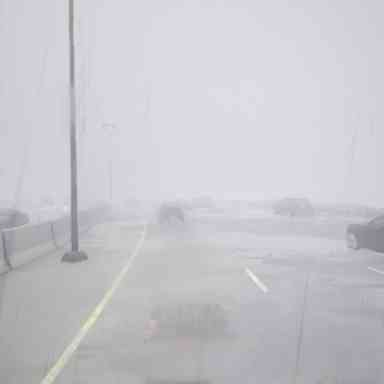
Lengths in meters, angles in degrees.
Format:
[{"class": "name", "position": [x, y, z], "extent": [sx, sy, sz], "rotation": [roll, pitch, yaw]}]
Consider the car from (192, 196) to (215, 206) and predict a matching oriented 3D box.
[{"class": "car", "position": [1.873, 1.487, 55.916], "extent": [2.128, 1.511, 4.902], "rotation": [-1, 0, -19]}]

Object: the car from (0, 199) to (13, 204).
[{"class": "car", "position": [-34.745, 2.042, 62.407], "extent": [1.994, 1.385, 4.181], "rotation": [-1, 0, -24]}]

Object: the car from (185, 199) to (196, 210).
[{"class": "car", "position": [-1.346, 1.565, 41.872], "extent": [1.812, 1.442, 4.674], "rotation": [0, 0, -15]}]

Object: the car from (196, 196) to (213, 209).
[{"class": "car", "position": [1.310, 1.352, 45.412], "extent": [2.097, 1.767, 4.553], "rotation": [-1, 0, -16]}]

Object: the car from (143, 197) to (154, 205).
[{"class": "car", "position": [-8.386, 1.634, 63.757], "extent": [1.882, 1.535, 5.008], "rotation": [0, 0, -23]}]

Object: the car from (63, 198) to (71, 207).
[{"class": "car", "position": [-22.542, 1.862, 60.768], "extent": [2.128, 1.511, 4.902], "rotation": [-1, 0, -22]}]

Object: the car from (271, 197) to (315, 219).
[{"class": "car", "position": [8.469, 1.235, 28.353], "extent": [2.097, 1.767, 4.553], "rotation": [-1, 0, -9]}]

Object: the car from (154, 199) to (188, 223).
[{"class": "car", "position": [-1.768, 1.544, 26.335], "extent": [1.837, 1.490, 4.892], "rotation": [0, 0, -10]}]

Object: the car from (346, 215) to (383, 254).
[{"class": "car", "position": [6.922, 1.377, 10.713], "extent": [1.882, 1.535, 5.008], "rotation": [0, 0, -4]}]

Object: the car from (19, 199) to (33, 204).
[{"class": "car", "position": [-29.403, 1.950, 59.038], "extent": [1.837, 1.490, 4.892], "rotation": [-1, 0, -22]}]

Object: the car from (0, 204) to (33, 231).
[{"class": "car", "position": [-11.914, 1.738, 20.908], "extent": [2.033, 1.411, 5.357], "rotation": [-1, 0, -7]}]

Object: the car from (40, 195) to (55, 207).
[{"class": "car", "position": [-25.710, 1.628, 59.280], "extent": [2.150, 2.045, 5.566], "rotation": [-1, 0, -22]}]

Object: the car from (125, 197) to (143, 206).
[{"class": "car", "position": [-10.967, 1.686, 60.720], "extent": [2.128, 1.511, 4.902], "rotation": [-1, 0, -22]}]
